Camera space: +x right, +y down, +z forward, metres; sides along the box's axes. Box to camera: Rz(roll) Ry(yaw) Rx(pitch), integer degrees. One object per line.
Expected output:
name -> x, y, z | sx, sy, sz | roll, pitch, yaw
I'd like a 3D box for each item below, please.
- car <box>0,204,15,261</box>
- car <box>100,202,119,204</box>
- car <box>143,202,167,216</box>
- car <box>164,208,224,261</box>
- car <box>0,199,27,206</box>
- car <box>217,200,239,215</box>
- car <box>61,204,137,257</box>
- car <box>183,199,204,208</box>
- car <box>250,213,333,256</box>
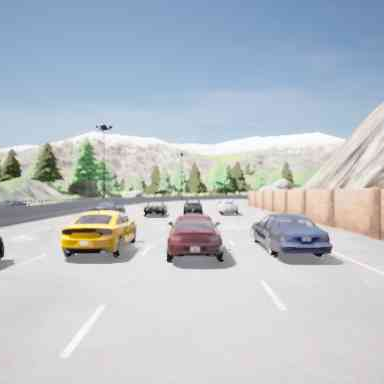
car -> -6.899, 1.344, 8.551 | 2.097, 1.767, 4.553 | 0, 0, 0
car -> -6.898, 1.520, 27.988 | 2.033, 1.411, 5.357 | 0, 0, 0
car -> -3.397, 1.569, 31.792 | 1.895, 1.301, 4.718 | 0, 0, 0
car -> 0.088, 1.513, 12.050 | 1.812, 1.442, 4.674 | 0, 0, 0
car -> -17.592, 1.462, 31.668 | 2.128, 1.511, 4.902 | 0, 0, 0
car -> 3.602, 1.491, 33.783 | 1.812, 1.442, 4.674 | 0, 0, 0
car -> -3.399, 1.465, 12.971 | 1.882, 1.535, 5.008 | 0, 0, 0
car -> 0.103, 1.458, 33.096 | 2.128, 1.511, 4.902 | 0, 0, 0
car -> 3.601, 1.534, 12.964 | 2.033, 1.411, 5.357 | 0, 0, 0
